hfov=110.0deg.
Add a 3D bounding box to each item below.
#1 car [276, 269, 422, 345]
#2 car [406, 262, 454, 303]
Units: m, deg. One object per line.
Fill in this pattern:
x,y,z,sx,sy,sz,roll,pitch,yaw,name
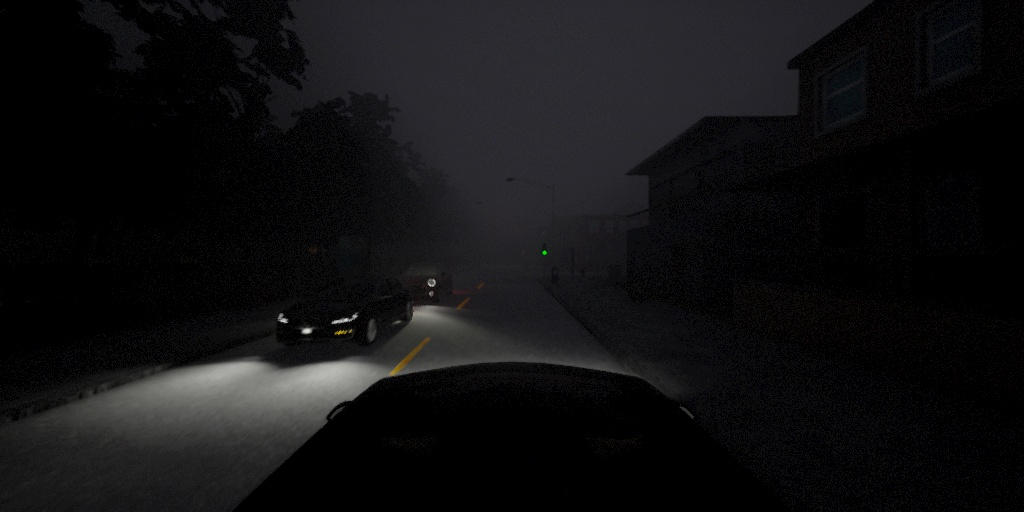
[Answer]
-4.032,1.253,9.506,1.837,1.490,4.892,0,-1,0,car
-4.079,1.092,16.642,2.097,1.767,4.553,0,0,0,car
